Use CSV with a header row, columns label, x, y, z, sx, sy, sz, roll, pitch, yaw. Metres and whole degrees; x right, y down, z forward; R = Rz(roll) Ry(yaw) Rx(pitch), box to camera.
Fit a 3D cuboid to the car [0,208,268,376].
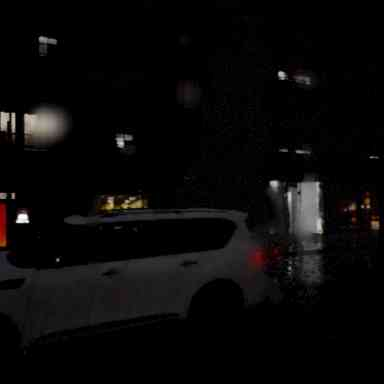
label,x,y,z,sx,sy,sz,roll,pitch,yaw
car,-1.398,1.327,5.506,5.566,2.045,2.150,0,-1,-24
